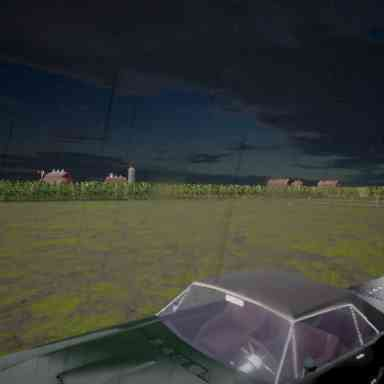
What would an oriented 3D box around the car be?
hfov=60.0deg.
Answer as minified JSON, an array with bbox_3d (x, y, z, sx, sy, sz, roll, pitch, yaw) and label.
[{"bbox_3d":[0.523,1.611,3.328,4.718,1.301,1.895,0,0,-36],"label":"car"}]
